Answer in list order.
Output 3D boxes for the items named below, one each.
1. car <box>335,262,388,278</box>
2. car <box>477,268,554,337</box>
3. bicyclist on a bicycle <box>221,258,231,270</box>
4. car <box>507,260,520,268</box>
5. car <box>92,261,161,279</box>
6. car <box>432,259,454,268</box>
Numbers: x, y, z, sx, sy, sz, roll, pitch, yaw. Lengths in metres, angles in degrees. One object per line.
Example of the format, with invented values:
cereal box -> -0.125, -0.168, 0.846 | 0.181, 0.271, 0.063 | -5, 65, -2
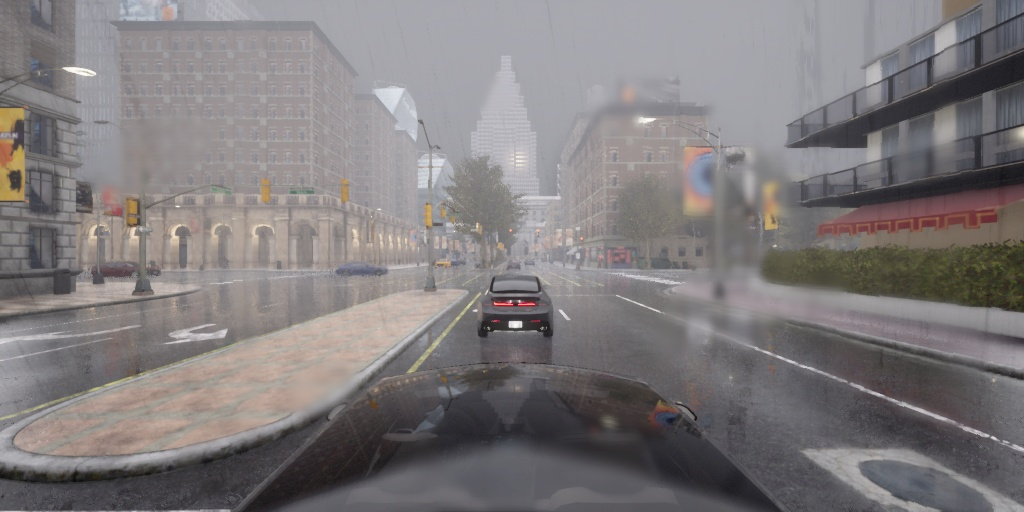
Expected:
car -> -14.395, 1.275, 34.379 | 4.674, 1.442, 1.812 | 0, 0, -15
car -> 0.096, 1.255, 10.292 | 1.837, 1.490, 4.892 | 0, 0, 0
bicyclist on a bicycle -> -37.198, 1.050, 46.709 | 0.582, 1.620, 1.656 | 0, 0, 0
car -> 0.256, 1.275, 54.607 | 1.812, 1.442, 4.674 | 0, 0, 0
car -> -34.564, 1.227, 32.249 | 5.008, 1.535, 1.882 | 0, 0, 0
car -> -11.443, 1.228, 59.624 | 1.882, 1.535, 5.008 | 0, 0, 0
